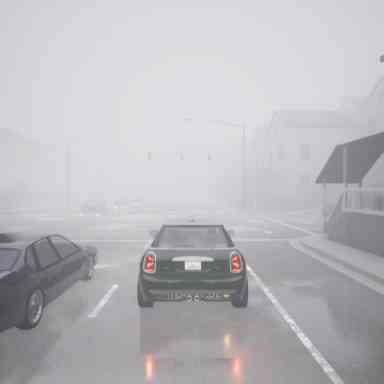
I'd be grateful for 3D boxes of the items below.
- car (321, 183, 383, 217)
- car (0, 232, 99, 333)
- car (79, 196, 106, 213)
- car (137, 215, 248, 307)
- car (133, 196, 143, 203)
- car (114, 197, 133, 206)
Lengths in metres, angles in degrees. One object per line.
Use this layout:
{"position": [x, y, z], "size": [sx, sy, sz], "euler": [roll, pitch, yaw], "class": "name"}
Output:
{"position": [13.707, 0.724, 27.933], "size": [5.566, 2.045, 2.150], "euler": [-14, 0, -2], "class": "car"}
{"position": [-3.485, 1.547, 6.843], "size": [2.033, 1.411, 5.357], "euler": [0, 0, 0], "class": "car"}
{"position": [-10.962, 1.473, 37.141], "size": [1.882, 1.535, 5.008], "euler": [0, 0, -1], "class": "car"}
{"position": [0.006, 1.351, 8.123], "size": [2.097, 1.767, 4.553], "euler": [0, 0, 0], "class": "car"}
{"position": [-11.174, 1.554, 68.003], "size": [1.994, 1.385, 4.181], "euler": [0, 0, 0], "class": "car"}
{"position": [-11.111, 1.519, 53.303], "size": [1.812, 1.442, 4.674], "euler": [0, 0, 0], "class": "car"}
